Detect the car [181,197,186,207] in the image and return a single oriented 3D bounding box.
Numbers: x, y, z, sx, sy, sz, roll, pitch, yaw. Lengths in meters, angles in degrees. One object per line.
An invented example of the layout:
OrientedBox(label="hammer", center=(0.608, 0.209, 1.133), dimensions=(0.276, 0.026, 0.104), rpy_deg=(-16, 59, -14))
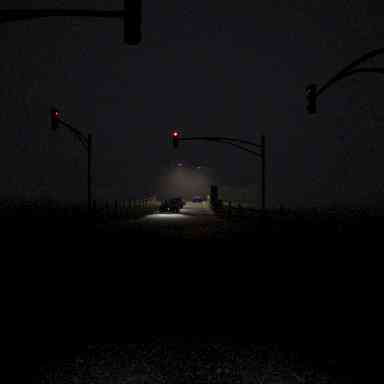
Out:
OrientedBox(label="car", center=(-2.214, 1.536, 45.977), dimensions=(1.812, 1.442, 4.674), rpy_deg=(0, 0, 1))

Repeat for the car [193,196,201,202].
OrientedBox(label="car", center=(1.124, 1.617, 75.917), dimensions=(1.895, 1.301, 4.718), rpy_deg=(0, 0, 1))

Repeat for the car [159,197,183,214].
OrientedBox(label="car", center=(-2.370, 1.571, 35.961), dimensions=(1.994, 1.385, 4.181), rpy_deg=(0, 0, 1))

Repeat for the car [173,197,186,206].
OrientedBox(label="car", center=(-2.039, 1.540, 56.129), dimensions=(1.812, 1.442, 4.674), rpy_deg=(0, 0, 1))

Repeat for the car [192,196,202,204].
OrientedBox(label="car", center=(1.059, 1.495, 65.883), dimensions=(1.882, 1.535, 5.008), rpy_deg=(0, 0, 1))
